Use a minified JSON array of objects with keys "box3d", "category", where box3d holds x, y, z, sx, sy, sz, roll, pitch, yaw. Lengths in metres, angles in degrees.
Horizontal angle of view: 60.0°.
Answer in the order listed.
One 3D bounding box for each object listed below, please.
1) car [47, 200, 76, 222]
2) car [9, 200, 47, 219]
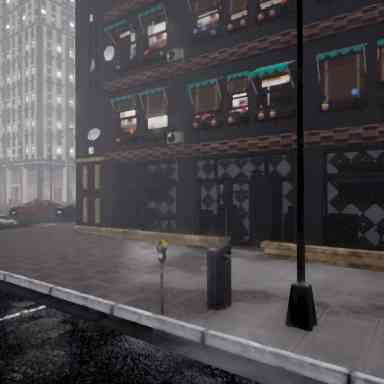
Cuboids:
[{"box3d":[-7.195,1.279,22.729,1.947,1.339,4.313,1,1,35],"category":"car"},{"box3d":[-11.956,1.304,26.043,1.994,1.385,4.181,0,1,35],"category":"car"}]
